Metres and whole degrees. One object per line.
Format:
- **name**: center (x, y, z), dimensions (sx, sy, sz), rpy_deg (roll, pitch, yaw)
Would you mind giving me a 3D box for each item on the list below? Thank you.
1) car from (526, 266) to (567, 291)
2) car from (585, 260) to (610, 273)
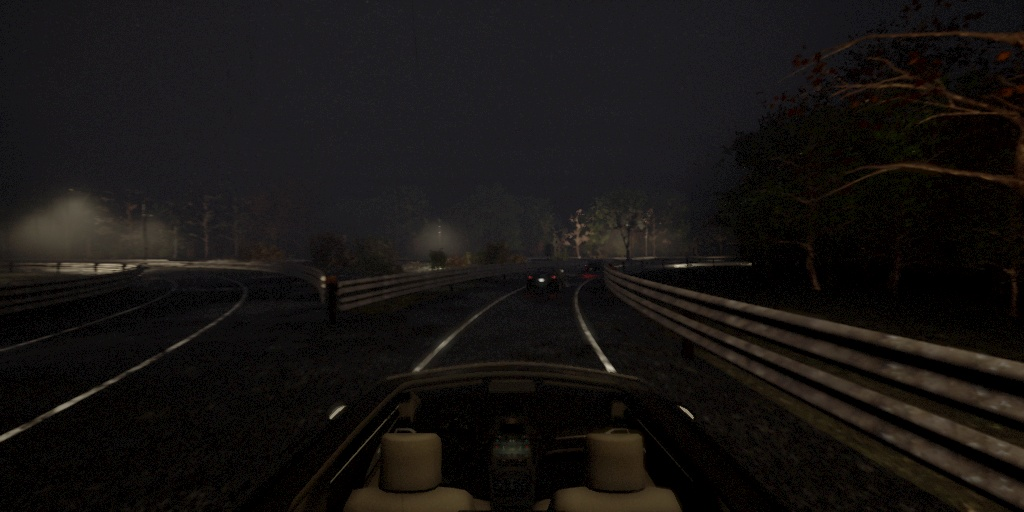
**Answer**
- **car**: center (2.185, 1.324, 21.913), dimensions (1.994, 1.385, 4.181), rpy_deg (-1, 0, 15)
- **car**: center (9.982, 1.201, 41.915), dimensions (1.837, 1.490, 4.892), rpy_deg (-3, -2, 30)
